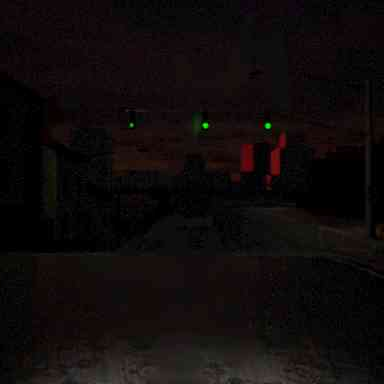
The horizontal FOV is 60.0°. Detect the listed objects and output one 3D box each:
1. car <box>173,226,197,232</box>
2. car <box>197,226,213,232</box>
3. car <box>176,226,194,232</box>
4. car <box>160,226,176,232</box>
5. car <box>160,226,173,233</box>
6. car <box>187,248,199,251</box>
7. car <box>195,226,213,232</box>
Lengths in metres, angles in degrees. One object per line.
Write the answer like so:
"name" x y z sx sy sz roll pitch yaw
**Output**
"car" -1.983 10.421 92.441 4.974 1.542 2.038 0 -1 -36
"car" 3.390 10.429 93.189 4.974 1.542 2.038 0 -1 29
"car" -1.941 10.264 92.473 4.536 1.218 1.853 0 -1 -36
"car" -6.628 10.264 92.503 4.536 1.218 1.853 -1 -1 44
"car" -6.591 10.421 92.466 4.974 1.542 2.038 -1 -1 44
"car" 0.101 9.121 48.366 2.150 2.045 5.566 0 -7 0
"car" 3.345 10.271 93.215 4.536 1.218 1.853 0 -1 29
